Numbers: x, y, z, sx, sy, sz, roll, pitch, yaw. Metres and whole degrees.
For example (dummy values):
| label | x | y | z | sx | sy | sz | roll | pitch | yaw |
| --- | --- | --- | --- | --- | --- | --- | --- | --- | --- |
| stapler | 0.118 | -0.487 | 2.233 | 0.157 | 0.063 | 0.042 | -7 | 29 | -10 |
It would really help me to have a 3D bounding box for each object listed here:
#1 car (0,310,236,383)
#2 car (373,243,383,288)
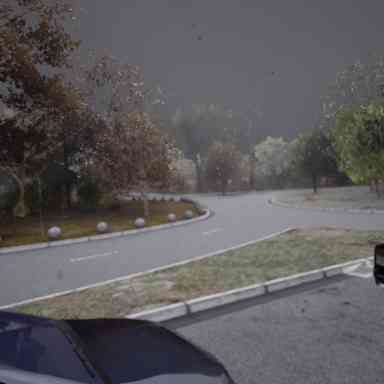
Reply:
| label | x | y | z | sx | sy | sz | roll | pitch | yaw |
| --- | --- | --- | --- | --- | --- | --- | --- | --- | --- |
| car | -1.606 | 1.567 | 2.165 | 4.181 | 1.385 | 1.994 | -1 | 1 | -34 |
| car | 5.959 | 1.277 | 7.144 | 5.008 | 1.535 | 1.882 | -2 | 1 | -32 |
